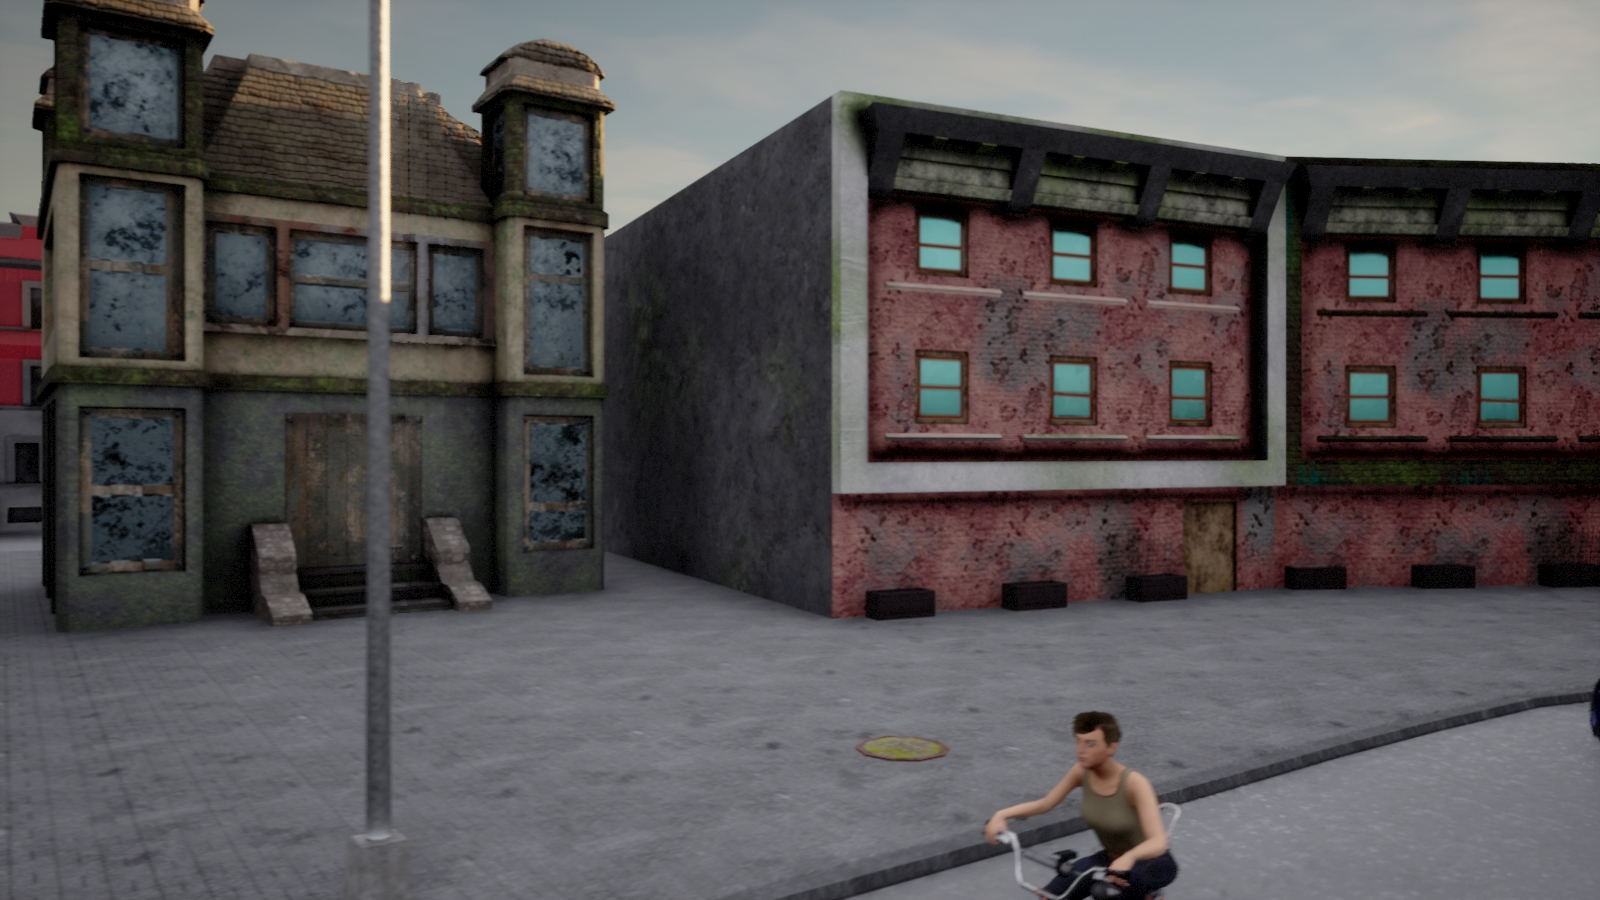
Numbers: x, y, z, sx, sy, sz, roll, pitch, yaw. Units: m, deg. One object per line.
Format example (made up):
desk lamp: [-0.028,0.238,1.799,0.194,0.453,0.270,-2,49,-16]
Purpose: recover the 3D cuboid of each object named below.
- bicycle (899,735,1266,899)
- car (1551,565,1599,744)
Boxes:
bicycle: [1.300,2.036,5.216,1.487,1.080,0.859,0,0,-35]
car: [8.877,1.819,10.156,3.633,1.501,1.845,0,0,-19]
